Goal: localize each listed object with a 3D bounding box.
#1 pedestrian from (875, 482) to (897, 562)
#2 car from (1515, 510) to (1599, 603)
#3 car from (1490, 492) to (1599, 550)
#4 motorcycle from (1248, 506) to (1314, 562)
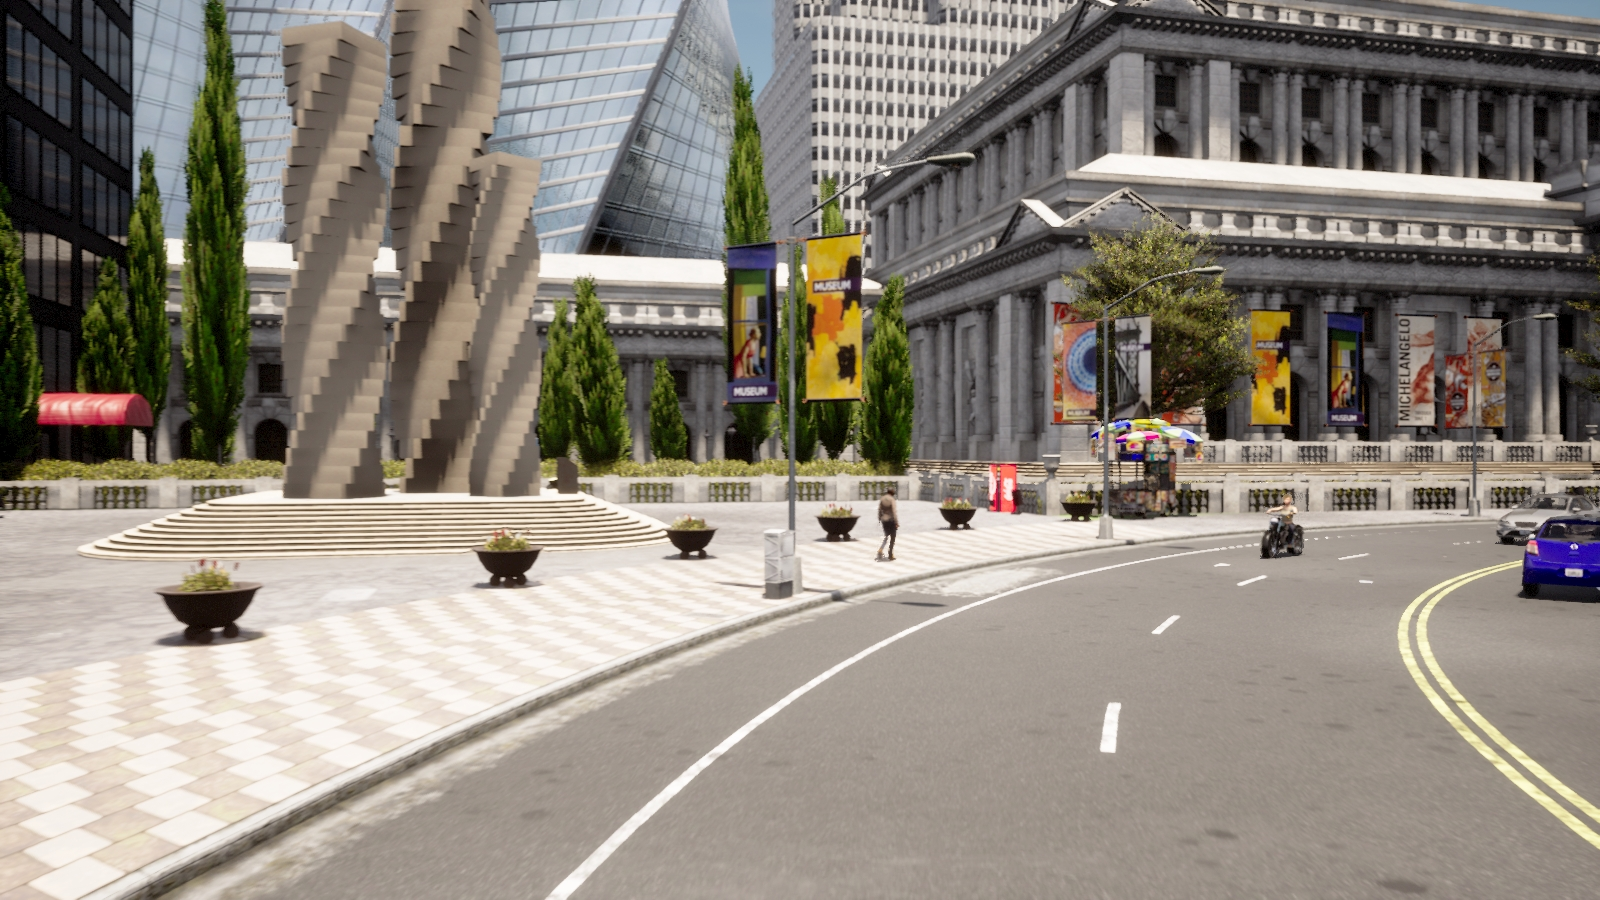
[{"bbox_3d":[2.049,1.697,27.134,0.375,1.860,0.375,0,0,40],"label":"pedestrian"},{"bbox_3d":[15.434,2.044,22.585,1.845,1.501,3.633,0,0,38],"label":"car"},{"bbox_3d":[22.551,2.074,34.266,4.193,1.474,1.816,0,0,-38],"label":"car"},{"bbox_3d":[12.611,2.175,29.889,0.764,1.277,2.356,1,1,45],"label":"motorcycle"}]
